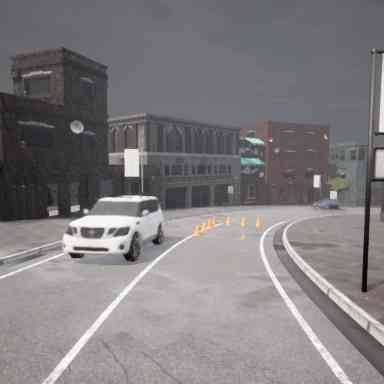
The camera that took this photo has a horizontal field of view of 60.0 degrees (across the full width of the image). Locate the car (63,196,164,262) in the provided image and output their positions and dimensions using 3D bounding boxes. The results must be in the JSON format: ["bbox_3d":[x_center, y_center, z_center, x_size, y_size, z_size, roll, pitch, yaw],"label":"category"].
[{"bbox_3d":[-2.577,1.179,12.499,2.150,2.045,5.566,1,0,9],"label":"car"}]

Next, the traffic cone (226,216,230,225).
[{"bbox_3d":[2.483,1.956,22.684,0.340,0.580,0.340,2,0,12],"label":"traffic cone"}]

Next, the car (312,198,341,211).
[{"bbox_3d":[19.308,1.700,47.559,4.553,1.767,2.097,2,3,-34],"label":"car"}]
